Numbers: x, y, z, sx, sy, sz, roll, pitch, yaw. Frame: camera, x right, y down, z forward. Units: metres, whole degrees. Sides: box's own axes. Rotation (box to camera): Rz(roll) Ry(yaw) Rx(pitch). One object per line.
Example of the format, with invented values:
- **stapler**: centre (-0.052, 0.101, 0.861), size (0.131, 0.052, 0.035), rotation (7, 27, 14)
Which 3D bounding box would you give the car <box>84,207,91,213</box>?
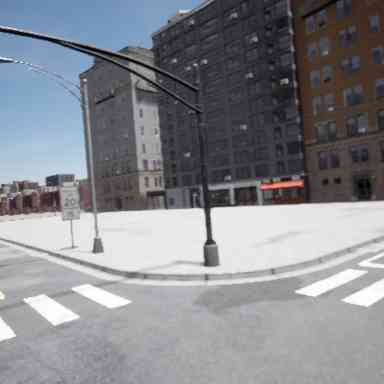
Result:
- **car**: centre (-23.938, 4.250, 81.333), size (2.128, 1.511, 4.902), rotation (-6, -1, 42)
